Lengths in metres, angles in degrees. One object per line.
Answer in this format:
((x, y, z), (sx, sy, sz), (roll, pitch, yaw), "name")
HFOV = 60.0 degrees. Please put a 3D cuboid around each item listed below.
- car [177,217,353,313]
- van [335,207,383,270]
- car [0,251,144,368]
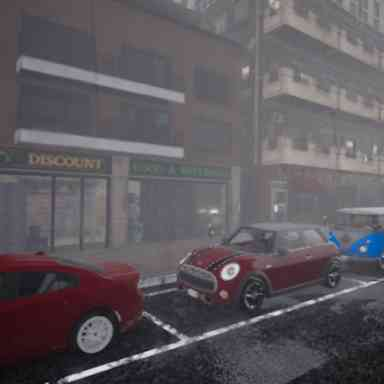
((1.642, 1.482, 7.748), (4.097, 1.590, 1.967), (0, 1, -36), "car")
((6.140, 1.402, 10.994), (3.998, 1.788, 1.690), (0, 1, -36), "van")
((-2.857, 1.568, 4.503), (4.507, 1.381, 1.887), (0, 1, -36), "car")
